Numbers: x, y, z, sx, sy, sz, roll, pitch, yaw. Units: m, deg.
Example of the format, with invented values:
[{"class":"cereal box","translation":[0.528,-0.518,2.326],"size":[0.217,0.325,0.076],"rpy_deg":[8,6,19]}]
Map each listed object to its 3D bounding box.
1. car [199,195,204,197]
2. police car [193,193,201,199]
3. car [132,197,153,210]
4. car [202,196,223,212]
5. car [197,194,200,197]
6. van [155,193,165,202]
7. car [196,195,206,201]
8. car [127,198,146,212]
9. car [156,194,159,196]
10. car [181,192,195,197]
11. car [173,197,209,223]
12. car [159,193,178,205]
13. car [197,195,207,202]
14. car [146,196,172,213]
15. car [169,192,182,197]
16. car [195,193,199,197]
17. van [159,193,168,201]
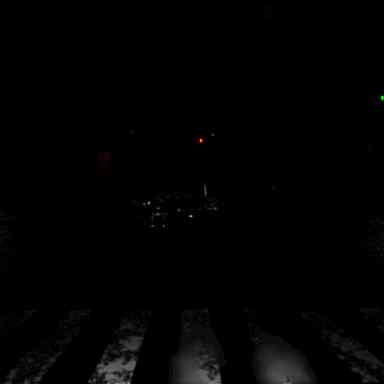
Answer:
[{"class":"car","translation":[2.285,1.393,47.793],"size":[1.887,1.381,4.507],"rpy_deg":[0,0,-1]},{"class":"police car","translation":[1.332,1.158,91.083],"size":[1.930,1.638,5.238],"rpy_deg":[0,0,-1]},{"class":"car","translation":[-6.163,1.416,41.790],"size":[2.008,1.369,4.403],"rpy_deg":[0,0,-1]},{"class":"car","translation":[2.426,1.432,36.905],"size":[2.008,1.369,4.403],"rpy_deg":[0,0,-1]},{"class":"car","translation":[2.215,1.383,53.237],"size":[2.008,1.369,4.403],"rpy_deg":[0,0,-1]},{"class":"van","translation":[-6.491,1.134,67.185],"size":[1.690,1.788,3.998],"rpy_deg":[0,0,-1]},{"class":"car","translation":[1.951,1.342,73.686],"size":[1.947,1.339,4.313],"rpy_deg":[0,0,-1]},{"class":"car","translation":[-6.098,1.432,36.799],"size":[2.008,1.369,4.403],"rpy_deg":[0,0,-1]},{"class":"car","translation":[-6.351,1.389,56.361],"size":[1.947,1.339,4.313],"rpy_deg":[0,0,-1]},{"class":"car","translation":[-0.707,1.289,65.730],"size":[2.128,1.511,4.902],"rpy_deg":[0,0,-1]},{"class":"car","translation":[-0.088,1.410,24.721],"size":[2.128,1.511,4.902],"rpy_deg":[0,0,-1]},{"class":"car","translation":[-3.603,1.315,51.417],"size":[1.882,1.535,5.008],"rpy_deg":[0,0,-1]},{"class":"car","translation":[2.017,1.315,68.567],"size":[1.752,1.417,4.829],"rpy_deg":[0,0,-1]},{"class":"car","translation":[-3.418,1.448,35.197],"size":[1.994,1.385,4.181],"rpy_deg":[0,0,-1]},{"class":"car","translation":[-3.751,1.144,68.880],"size":[2.097,1.767,4.553],"rpy_deg":[0,0,-1]},{"class":"car","translation":[2.087,1.355,63.108],"size":[2.008,1.369,4.403],"rpy_deg":[0,0,-1]},{"class":"van","translation":[-6.631,1.106,78.012],"size":[1.690,1.788,3.998],"rpy_deg":[0,0,-1]}]
